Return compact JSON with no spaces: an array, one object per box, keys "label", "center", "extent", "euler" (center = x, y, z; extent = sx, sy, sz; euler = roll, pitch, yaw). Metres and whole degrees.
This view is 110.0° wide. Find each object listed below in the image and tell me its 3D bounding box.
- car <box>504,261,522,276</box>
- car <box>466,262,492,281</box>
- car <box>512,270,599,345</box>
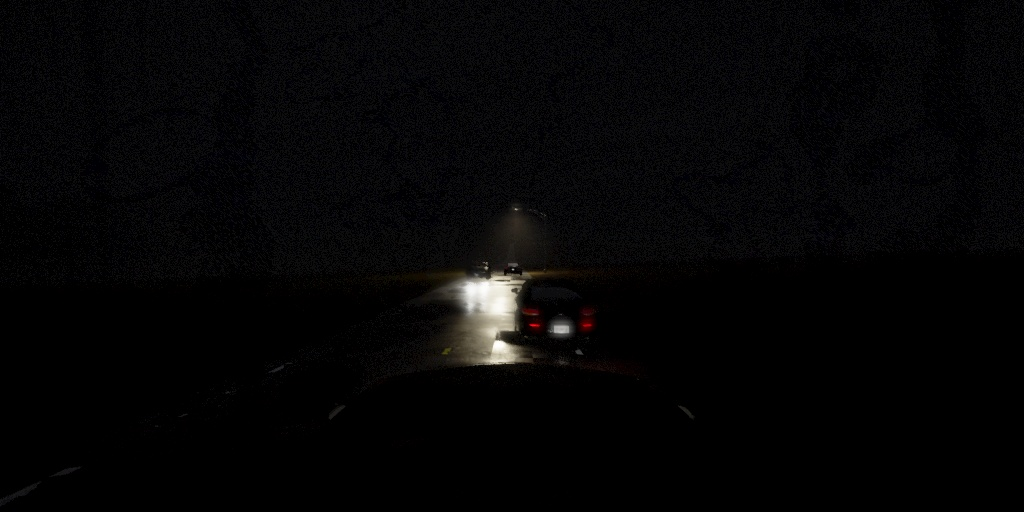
[{"label":"car","center":[0.121,1.375,38.934],"extent":[1.994,1.385,4.181],"euler":[0,0,1]},{"label":"car","center":[-2.714,1.266,30.367],"extent":[2.128,1.511,4.902],"euler":[0,0,0]},{"label":"car","center":[0.974,1.272,9.327],"extent":[1.812,1.442,4.674],"euler":[0,0,0]}]
